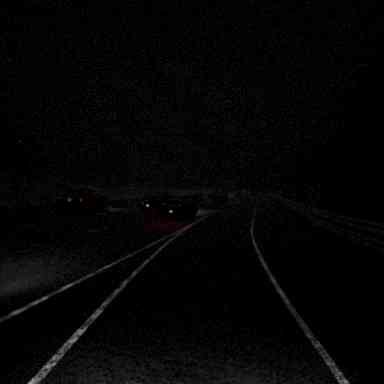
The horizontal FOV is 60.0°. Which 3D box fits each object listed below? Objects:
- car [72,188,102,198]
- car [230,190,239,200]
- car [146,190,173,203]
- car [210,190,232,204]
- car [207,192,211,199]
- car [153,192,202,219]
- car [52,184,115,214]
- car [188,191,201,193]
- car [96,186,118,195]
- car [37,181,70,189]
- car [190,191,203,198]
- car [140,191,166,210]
[{"bbox_3d":[-14.375,0.131,45.804,1.895,1.301,4.718,3,1,12],"label":"car"},{"bbox_3d":[7.767,0.837,66.584,1.812,1.442,4.674,3,1,12],"label":"car"},{"bbox_3d":[-4.127,0.580,43.315,2.128,1.511,4.902,3,1,12],"label":"car"},{"bbox_3d":[4.347,0.884,49.853,1.882,1.535,5.008,3,1,12],"label":"car"},{"bbox_3d":[4.341,0.673,67.282,2.033,1.411,5.357,3,1,12],"label":"car"},{"bbox_3d":[-0.885,1.064,24.291,2.128,1.511,4.902,3,1,12],"label":"car"},{"bbox_3d":[-7.918,0.561,24.752,2.097,1.767,4.553,3,1,12],"label":"car"},{"bbox_3d":[0.201,0.722,47.027,1.882,1.535,5.008,3,1,12],"label":"car"},{"bbox_3d":[-15.120,-0.233,59.422,1.837,1.490,4.892,3,1,12],"label":"car"},{"bbox_3d":[-18.236,-0.421,44.326,2.150,2.045,5.566,3,1,12],"label":"car"},{"bbox_3d":[0.918,0.468,67.984,1.812,1.442,4.674,3,1,12],"label":"car"},{"bbox_3d":[-3.228,0.860,30.276,1.837,1.490,4.892,3,1,12],"label":"car"}]
